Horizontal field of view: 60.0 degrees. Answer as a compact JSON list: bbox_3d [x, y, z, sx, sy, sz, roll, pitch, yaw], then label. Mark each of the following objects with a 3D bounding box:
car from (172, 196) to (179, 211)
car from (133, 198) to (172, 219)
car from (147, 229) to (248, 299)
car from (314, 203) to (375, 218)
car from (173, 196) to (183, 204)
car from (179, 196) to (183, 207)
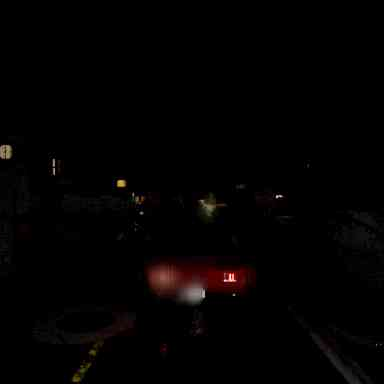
[{"bbox_3d":[-2.850,1.544,40.669,1.812,1.442,4.674,0,0,0],"label":"car"},{"bbox_3d":[-3.589,1.478,29.123,2.128,1.511,4.902,-1,-1,11],"label":"car"},{"bbox_3d":[0.100,1.594,8.362,1.895,1.301,4.718,0,0,0],"label":"car"},{"bbox_3d":[11.791,1.470,24.559,5.357,1.411,2.033,0,3,2],"label":"car"},{"bbox_3d":[-2.771,1.577,67.700,1.882,1.535,5.008,0,0,1],"label":"car"},{"bbox_3d":[-2.828,1.615,53.160,1.994,1.385,4.181,0,0,1],"label":"car"}]
